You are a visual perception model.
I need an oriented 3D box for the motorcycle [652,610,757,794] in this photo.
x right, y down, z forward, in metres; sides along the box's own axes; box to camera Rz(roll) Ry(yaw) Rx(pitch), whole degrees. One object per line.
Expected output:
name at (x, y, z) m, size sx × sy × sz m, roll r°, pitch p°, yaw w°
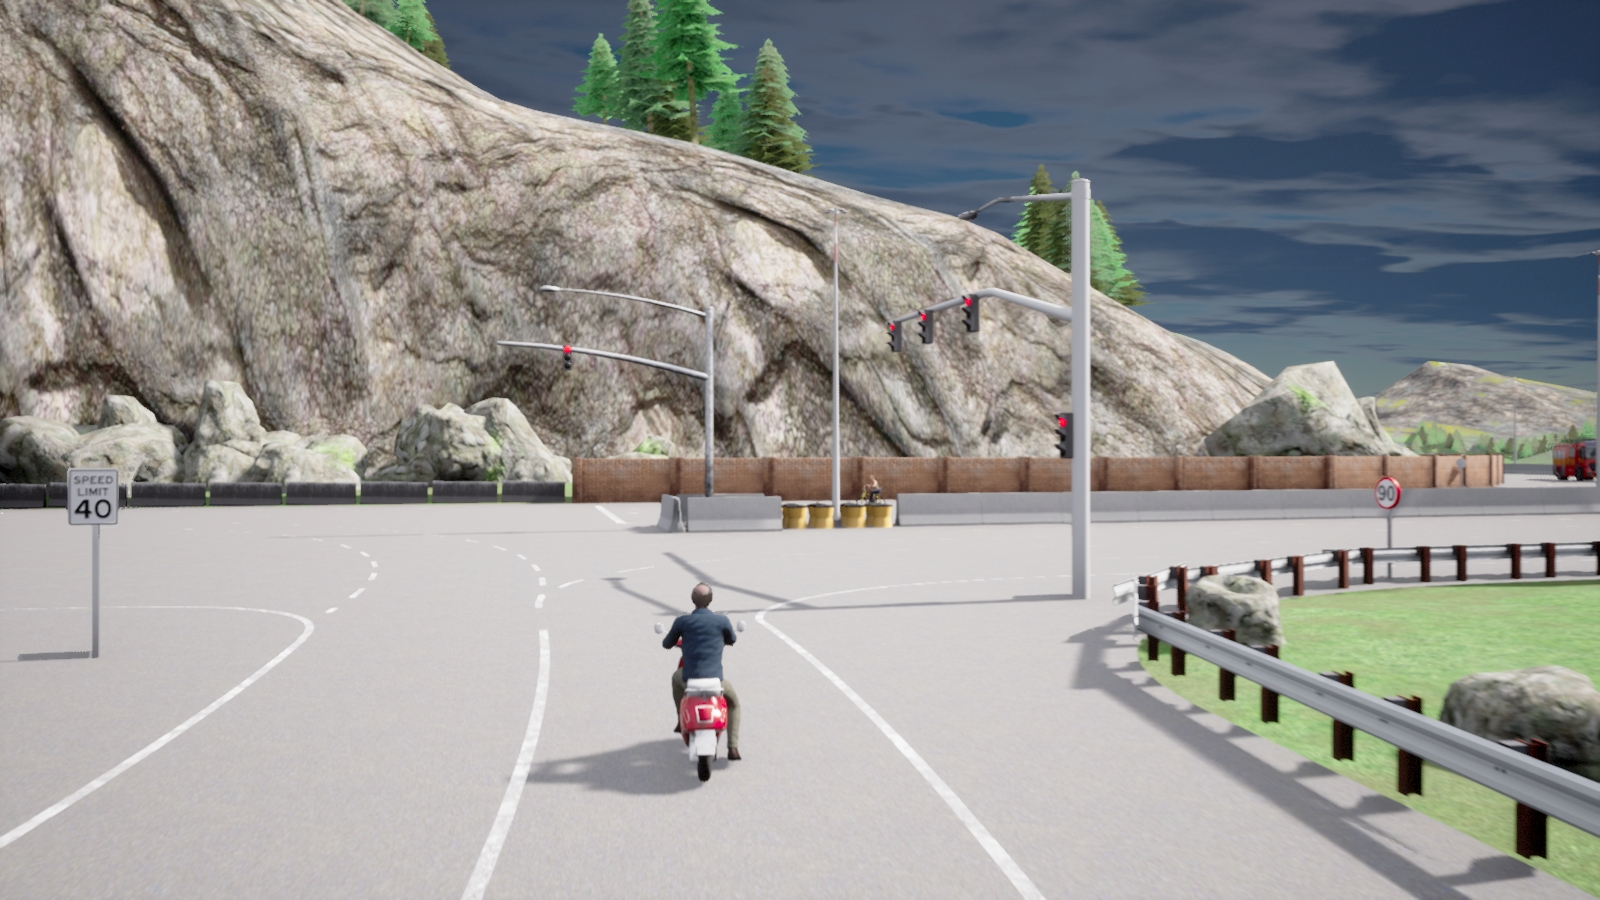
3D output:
motorcycle at (-0.897, 2.185, 10.270) m, size 0.856 × 1.236 × 1.805 m, roll 0°, pitch 0°, yaw -7°
